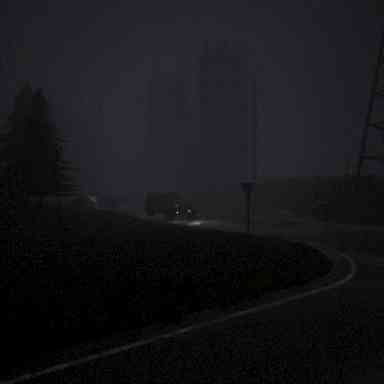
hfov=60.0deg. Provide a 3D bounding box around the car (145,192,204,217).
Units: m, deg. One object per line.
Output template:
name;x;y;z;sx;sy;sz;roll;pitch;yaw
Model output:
car;-1.769;1.031;26.539;2.150;2.045;5.566;0;0;-35

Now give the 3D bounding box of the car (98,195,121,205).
car;-11.583;1.322;46.938;1.812;1.442;4.674;0;0;-34

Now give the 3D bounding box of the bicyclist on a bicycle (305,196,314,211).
bicyclist on a bicycle;11.963;1.219;33.497;1.656;1.620;0.582;0;0;-12

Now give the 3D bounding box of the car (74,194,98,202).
car;-14.796;1.374;45.259;1.994;1.385;4.181;0;0;-35

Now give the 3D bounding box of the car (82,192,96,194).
car;-17.532;1.017;55.363;2.150;2.045;5.566;0;0;-35

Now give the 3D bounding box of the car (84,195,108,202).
car;-19.596;1.326;68.015;4.181;1.381;1.994;0;0;-36

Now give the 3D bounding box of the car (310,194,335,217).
car;11.301;1.126;28.786;1.905;1.878;3.866;0;0;24

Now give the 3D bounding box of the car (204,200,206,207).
car;-0.282;1.259;41.242;3.988;1.617;1.851;0;0;-36
